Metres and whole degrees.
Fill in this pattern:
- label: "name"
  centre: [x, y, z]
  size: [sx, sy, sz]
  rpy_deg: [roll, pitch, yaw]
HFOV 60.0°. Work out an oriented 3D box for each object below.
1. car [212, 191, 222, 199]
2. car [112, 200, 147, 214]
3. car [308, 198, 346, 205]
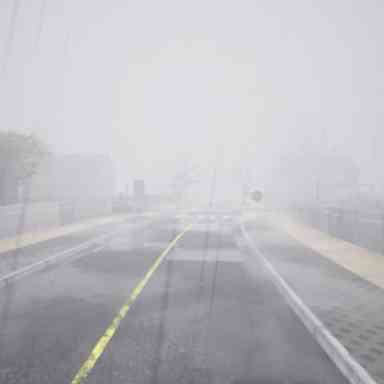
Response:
- label: "car"
  centre: [6.270, 0.697, 82.917]
  size: [2.150, 2.045, 5.566]
  rpy_deg: [0, 0, 7]
- label: "car"
  centre: [-7.176, 1.607, 34.932]
  size: [4.892, 1.490, 1.837]
  rpy_deg: [1, 2, 7]
- label: "car"
  centre: [12.597, 1.367, 32.318]
  size: [4.902, 1.511, 2.128]
  rpy_deg: [-1, 1, 8]
